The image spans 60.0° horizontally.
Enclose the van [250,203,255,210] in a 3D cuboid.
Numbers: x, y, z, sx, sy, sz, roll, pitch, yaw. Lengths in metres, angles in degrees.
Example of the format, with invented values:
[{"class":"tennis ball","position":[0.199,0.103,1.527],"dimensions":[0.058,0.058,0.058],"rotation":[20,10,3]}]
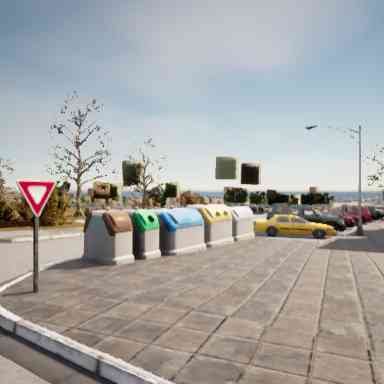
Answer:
[{"class":"van","position":[7.771,2.896,55.704],"dimensions":[4.442,1.987,1.878],"rotation":[0,-2,15]}]

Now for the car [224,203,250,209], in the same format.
[{"class":"car","position":[5.935,2.780,53.291],"dimensions":[5.566,2.045,2.435],"rotation":[0,-2,15]}]

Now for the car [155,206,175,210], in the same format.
[{"class":"car","position":[-4.915,2.451,37.581],"dimensions":[4.892,1.521,2.231],"rotation":[0,-2,15]}]

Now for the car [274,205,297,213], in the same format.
[{"class":"car","position":[21.164,3.848,75.305],"dimensions":[4.892,1.521,2.231],"rotation":[0,-2,14]}]

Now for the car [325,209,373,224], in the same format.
[{"class":"car","position":[18.630,2.931,39.682],"dimensions":[4.792,1.488,2.163],"rotation":[1,-1,15]}]

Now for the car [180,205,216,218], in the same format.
[{"class":"car","position":[0.851,2.634,45.956],"dimensions":[4.553,1.767,2.185],"rotation":[0,-2,15]}]

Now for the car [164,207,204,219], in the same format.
[{"class":"car","position":[-1.025,2.686,43.153],"dimensions":[4.792,1.488,2.163],"rotation":[0,-2,15]}]

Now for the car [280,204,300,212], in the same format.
[{"class":"car","position":[22.852,3.813,77.761],"dimensions":[4.553,1.767,2.185],"rotation":[0,-2,14]}]

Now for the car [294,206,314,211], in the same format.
[{"class":"car","position":[29.371,4.330,87.657],"dimensions":[4.792,1.488,2.163],"rotation":[0,-2,13]}]

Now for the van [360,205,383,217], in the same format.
[{"class":"van","position":[33.952,3.493,61.950],"dimensions":[4.442,1.987,1.878],"rotation":[1,-1,14]}]

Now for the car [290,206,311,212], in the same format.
[{"class":"car","position":[27.697,4.240,85.176],"dimensions":[4.792,1.488,2.163],"rotation":[0,-2,13]}]

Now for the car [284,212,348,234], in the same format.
[{"class":"car","position":[10.049,2.483,27.326],"dimensions":[4.674,1.452,2.002],"rotation":[1,-1,15]}]

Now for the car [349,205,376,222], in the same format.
[{"class":"car","position":[16.924,2.559,37.215],"dimensions":[5.566,2.045,2.435],"rotation":[1,-1,15]}]

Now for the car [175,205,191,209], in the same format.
[{"class":"car","position":[-3.167,2.550,40.412],"dimensions":[5.366,1.575,1.946],"rotation":[0,-2,15]}]

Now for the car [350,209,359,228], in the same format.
[{"class":"car","position":[11.785,2.538,29.803],"dimensions":[5.008,1.535,2.097],"rotation":[1,-1,15]}]

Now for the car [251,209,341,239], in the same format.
[{"class":"car","position":[6.772,2.238,22.332],"dimensions":[5.366,1.575,1.946],"rotation":[2,-2,15]}]

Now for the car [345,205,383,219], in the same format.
[{"class":"car","position":[27.250,3.107,52.025],"dimensions":[5.566,2.045,2.435],"rotation":[1,-1,15]}]

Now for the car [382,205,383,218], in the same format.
[{"class":"car","position":[23.830,2.925,47.089],"dimensions":[5.566,2.045,2.435],"rotation":[1,-1,15]}]

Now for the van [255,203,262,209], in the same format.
[{"class":"van","position":[9.462,2.987,58.153],"dimensions":[4.442,1.987,1.878],"rotation":[0,-2,15]}]

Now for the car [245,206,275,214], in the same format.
[{"class":"car","position":[12.913,3.391,63.021],"dimensions":[5.366,1.575,1.946],"rotation":[0,-2,15]}]

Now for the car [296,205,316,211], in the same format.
[{"class":"car","position":[30.937,4.391,90.151],"dimensions":[5.008,1.535,2.097],"rotation":[0,-2,13]}]

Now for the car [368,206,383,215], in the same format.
[{"class":"car","position":[40.810,3.959,71.918],"dimensions":[4.553,1.767,2.185],"rotation":[1,-1,13]}]

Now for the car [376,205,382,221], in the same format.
[{"class":"car","position":[20.350,2.741,42.154],"dimensions":[5.566,2.045,2.435],"rotation":[1,-1,15]}]

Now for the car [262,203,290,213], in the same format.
[{"class":"car","position":[17.778,3.415,70.419],"dimensions":[5.566,2.045,2.435],"rotation":[0,-2,15]}]

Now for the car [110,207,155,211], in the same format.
[{"class":"car","position":[-6.859,2.346,34.800],"dimensions":[4.892,1.521,2.231],"rotation":[0,-2,15]}]

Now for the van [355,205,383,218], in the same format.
[{"class":"van","position":[30.531,3.311,56.993],"dimensions":[4.442,1.987,1.878],"rotation":[1,-1,15]}]

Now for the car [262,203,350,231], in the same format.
[{"class":"car","position":[8.358,2.093,24.860],"dimensions":[5.566,2.045,2.435],"rotation":[1,-1,15]}]

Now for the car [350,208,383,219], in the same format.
[{"class":"car","position":[28.929,3.449,54.491],"dimensions":[5.008,1.535,2.097],"rotation":[1,-1,15]}]

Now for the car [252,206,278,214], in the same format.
[{"class":"car","position":[14.394,3.514,65.516],"dimensions":[4.792,1.488,2.163],"rotation":[0,-2,15]}]

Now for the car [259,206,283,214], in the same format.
[{"class":"car","position":[16.144,3.605,67.956],"dimensions":[4.792,1.488,2.163],"rotation":[0,-2,15]}]

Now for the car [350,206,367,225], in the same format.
[{"class":"car","position":[15.203,2.594,34.758],"dimensions":[4.553,1.767,2.185],"rotation":[1,-1,15]}]

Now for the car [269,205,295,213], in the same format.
[{"class":"car","position":[19.667,3.754,72.815],"dimensions":[5.366,1.575,1.946],"rotation":[0,-2,14]}]
